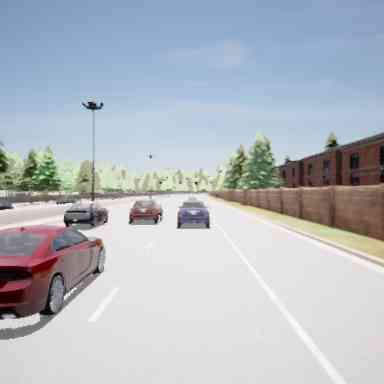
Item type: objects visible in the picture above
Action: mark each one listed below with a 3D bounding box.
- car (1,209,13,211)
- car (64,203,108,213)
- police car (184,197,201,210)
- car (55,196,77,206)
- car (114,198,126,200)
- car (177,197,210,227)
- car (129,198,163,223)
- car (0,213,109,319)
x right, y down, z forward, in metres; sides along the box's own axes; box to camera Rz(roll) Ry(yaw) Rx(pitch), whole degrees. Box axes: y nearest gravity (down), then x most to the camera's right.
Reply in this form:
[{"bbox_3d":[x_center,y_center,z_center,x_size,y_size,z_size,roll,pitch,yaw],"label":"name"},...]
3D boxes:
[{"bbox_3d":[-17.600,1.485,28.972,2.128,1.511,4.902,0,0,0],"label":"car"},{"bbox_3d":[-6.905,1.487,22.120,2.128,1.511,4.902,0,0,0],"label":"car"},{"bbox_3d":[0.082,1.496,43.973,2.038,1.542,4.974,0,0,0],"label":"police car"},{"bbox_3d":[-21.052,1.500,55.703,1.837,1.490,4.892,0,0,1],"label":"car"},{"bbox_3d":[-14.001,1.339,64.748,2.097,1.767,4.553,0,0,-1],"label":"car"},{"bbox_3d":[0.094,1.348,22.711,2.097,1.767,4.553,0,0,0],"label":"car"},{"bbox_3d":[-3.405,1.347,25.291,2.097,1.767,4.553,0,0,0],"label":"car"},{"bbox_3d":[-3.401,1.476,7.505,1.882,1.535,5.008,0,0,0],"label":"car"}]
